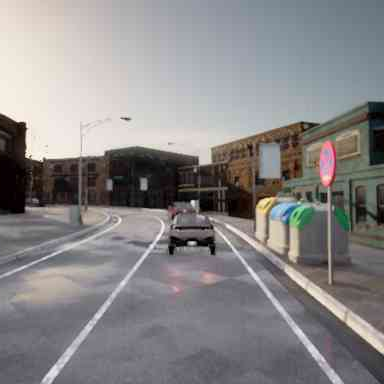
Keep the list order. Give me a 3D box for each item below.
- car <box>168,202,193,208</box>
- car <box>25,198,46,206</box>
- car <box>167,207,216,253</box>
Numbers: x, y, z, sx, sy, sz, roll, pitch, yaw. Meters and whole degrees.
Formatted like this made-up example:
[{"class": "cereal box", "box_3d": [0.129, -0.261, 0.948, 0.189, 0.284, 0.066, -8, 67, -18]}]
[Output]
[{"class": "car", "box_3d": [-0.974, 1.631, 29.295, 2.097, 1.767, 4.553, 0, -1, -10]}, {"class": "car", "box_3d": [-28.706, 1.863, 59.655, 5.357, 1.411, 2.033, 1, -1, 23]}, {"class": "car", "box_3d": [-0.010, 1.627, 14.264, 2.128, 1.511, 4.902, 0, 0, 0]}]
